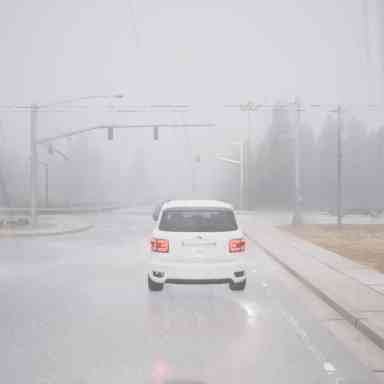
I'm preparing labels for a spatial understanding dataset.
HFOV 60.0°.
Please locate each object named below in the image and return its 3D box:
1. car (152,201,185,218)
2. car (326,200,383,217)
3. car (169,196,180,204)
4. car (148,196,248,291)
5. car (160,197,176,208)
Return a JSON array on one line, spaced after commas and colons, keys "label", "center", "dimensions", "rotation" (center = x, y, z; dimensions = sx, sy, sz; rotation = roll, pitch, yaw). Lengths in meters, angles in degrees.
[{"label": "car", "center": [-2.297, 1.579, 31.590], "dimensions": [1.994, 1.385, 4.181], "rotation": [0, 0, -21]}, {"label": "car", "center": [14.898, 1.518, 30.544], "dimensions": [4.902, 1.511, 2.128], "rotation": [0, 0, 1]}, {"label": "car", "center": [-3.439, 1.506, 65.602], "dimensions": [1.837, 1.490, 4.892], "rotation": [0, 0, 1]}, {"label": "car", "center": [0.067, 1.218, 9.137], "dimensions": [2.150, 2.045, 5.566], "rotation": [0, 0, -2]}, {"label": "car", "center": [-3.589, 1.548, 49.884], "dimensions": [2.033, 1.411, 5.357], "rotation": [0, 0, 0]}]
